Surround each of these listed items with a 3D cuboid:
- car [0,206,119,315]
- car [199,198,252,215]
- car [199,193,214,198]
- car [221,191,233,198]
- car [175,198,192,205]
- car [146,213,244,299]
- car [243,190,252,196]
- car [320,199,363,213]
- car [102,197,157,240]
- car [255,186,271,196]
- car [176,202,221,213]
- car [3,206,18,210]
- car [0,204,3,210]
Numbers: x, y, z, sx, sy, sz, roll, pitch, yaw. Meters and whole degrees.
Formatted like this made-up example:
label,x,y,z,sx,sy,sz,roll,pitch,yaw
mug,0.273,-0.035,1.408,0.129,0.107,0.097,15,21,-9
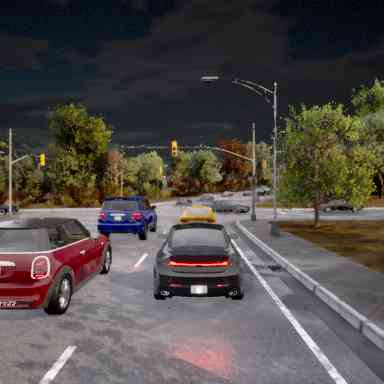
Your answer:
label,x,y,z,sx,sy,sz,roll,pitch,yaw
car,-3.356,1.362,7.758,2.097,1.767,4.553,0,0,1
car,3.583,1.645,35.541,5.357,1.411,2.033,0,0,30
car,3.069,1.084,69.498,2.097,1.767,4.553,0,2,21
car,8.577,0.598,80.920,1.812,1.442,4.674,0,3,28
car,-1.374,1.659,56.800,1.994,1.385,4.181,0,1,17
car,0.150,1.516,8.425,1.837,1.490,4.892,0,0,1
car,14.590,0.266,84.288,1.994,1.385,4.181,0,3,33
car,16.368,1.533,36.977,4.902,1.511,2.128,-1,0,4
car,-3.189,1.260,17.321,2.150,2.045,5.566,0,0,2
car,17.911,0.149,83.010,1.882,1.535,5.008,0,3,33
car,0.340,1.518,17.804,1.882,1.535,5.008,0,0,2
car,-21.189,1.826,35.611,4.718,1.301,1.895,-1,0,3
car,-21.534,1.708,32.121,4.902,1.511,2.128,-1,0,4
